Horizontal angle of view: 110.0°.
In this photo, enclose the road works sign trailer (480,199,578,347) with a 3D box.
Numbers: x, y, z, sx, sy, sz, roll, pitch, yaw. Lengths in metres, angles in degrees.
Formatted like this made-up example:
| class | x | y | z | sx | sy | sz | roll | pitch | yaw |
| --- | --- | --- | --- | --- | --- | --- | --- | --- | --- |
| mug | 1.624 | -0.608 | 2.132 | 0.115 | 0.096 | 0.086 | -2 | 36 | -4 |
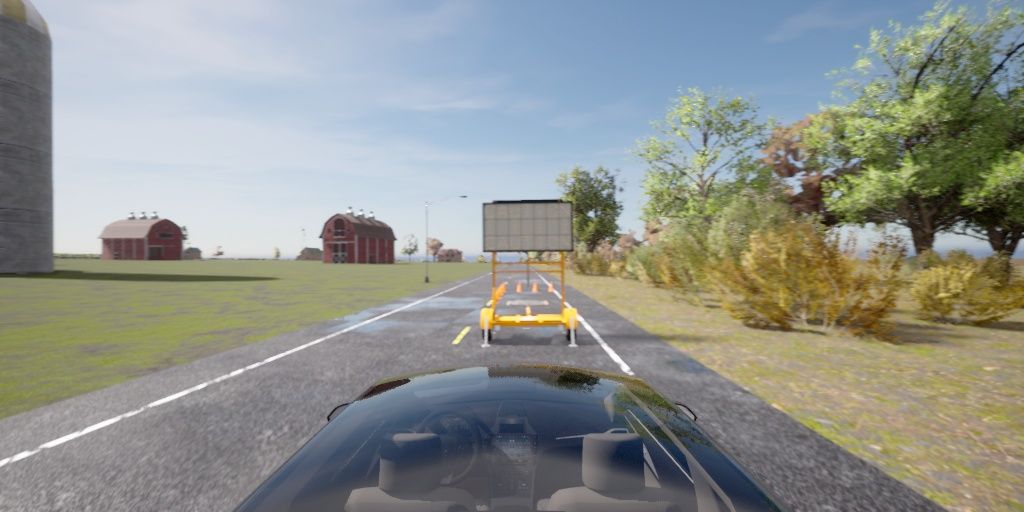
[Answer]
| class | x | y | z | sx | sy | sz | roll | pitch | yaw |
| --- | --- | --- | --- | --- | --- | --- | --- | --- | --- |
| road works sign trailer | 0.447 | 0.300 | 9.593 | 2.380 | 3.560 | 2.880 | 0 | 0 | 2 |
